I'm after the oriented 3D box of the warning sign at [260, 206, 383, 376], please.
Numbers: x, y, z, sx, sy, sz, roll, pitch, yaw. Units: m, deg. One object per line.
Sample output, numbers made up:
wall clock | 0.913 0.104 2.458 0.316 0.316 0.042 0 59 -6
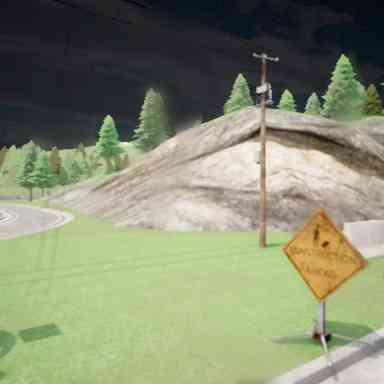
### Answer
warning sign | 1.798 1.153 4.600 1.060 1.860 1.300 1 0 -36
